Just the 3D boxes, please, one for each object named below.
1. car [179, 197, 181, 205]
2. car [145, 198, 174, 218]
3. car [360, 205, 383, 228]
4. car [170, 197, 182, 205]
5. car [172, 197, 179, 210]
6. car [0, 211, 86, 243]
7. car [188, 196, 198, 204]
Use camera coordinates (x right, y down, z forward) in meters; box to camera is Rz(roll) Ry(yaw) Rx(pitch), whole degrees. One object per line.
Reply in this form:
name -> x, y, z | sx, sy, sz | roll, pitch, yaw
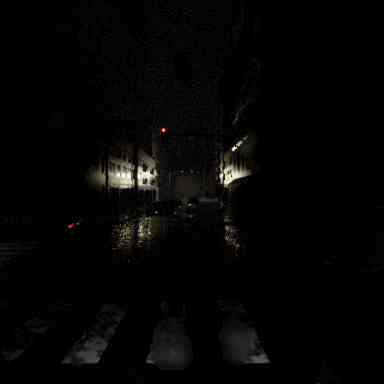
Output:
car -> -2.956, 1.569, 49.705 | 1.994, 1.385, 4.181 | 0, 0, 0
car -> -3.034, 1.556, 30.424 | 1.994, 1.385, 4.181 | 0, 0, 0
car -> 12.119, 1.114, 18.414 | 5.009, 1.841, 2.192 | -1, 1, 0
car -> -2.883, 1.618, 59.667 | 1.895, 1.301, 4.718 | 0, 0, 0
car -> -3.010, 1.544, 39.751 | 2.033, 1.411, 5.357 | 0, 0, 1
car -> -7.902, 1.600, 15.761 | 5.357, 1.411, 2.033 | -1, 0, 0
car -> 0.225, 1.500, 63.553 | 1.882, 1.535, 5.008 | 0, 0, 0
